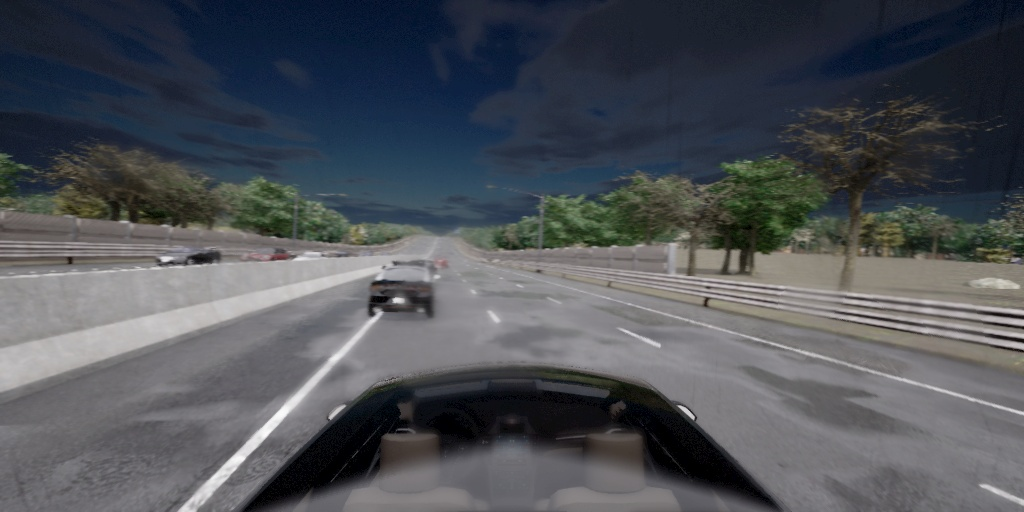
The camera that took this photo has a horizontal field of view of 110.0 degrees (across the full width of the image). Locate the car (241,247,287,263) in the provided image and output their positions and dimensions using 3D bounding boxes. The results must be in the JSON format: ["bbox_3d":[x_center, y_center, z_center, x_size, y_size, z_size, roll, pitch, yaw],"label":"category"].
[{"bbox_3d":[-20.275,0.058,29.737,2.097,1.767,4.553,3,0,-11],"label":"car"}]

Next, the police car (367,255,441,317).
[{"bbox_3d":[-3.531,0.970,12.207,1.930,1.638,5.238,3,0,-11],"label":"police car"}]

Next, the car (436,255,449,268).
[{"bbox_3d":[-9.497,0.673,47.610,2.097,1.767,4.553,3,0,-11],"label":"car"}]

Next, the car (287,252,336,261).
[{"bbox_3d":[-16.841,0.408,30.343,1.812,1.442,4.674,3,0,-11],"label":"car"}]

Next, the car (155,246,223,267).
[{"bbox_3d":[-23.073,0.043,25.832,2.128,1.511,4.902,3,0,-11],"label":"car"}]
